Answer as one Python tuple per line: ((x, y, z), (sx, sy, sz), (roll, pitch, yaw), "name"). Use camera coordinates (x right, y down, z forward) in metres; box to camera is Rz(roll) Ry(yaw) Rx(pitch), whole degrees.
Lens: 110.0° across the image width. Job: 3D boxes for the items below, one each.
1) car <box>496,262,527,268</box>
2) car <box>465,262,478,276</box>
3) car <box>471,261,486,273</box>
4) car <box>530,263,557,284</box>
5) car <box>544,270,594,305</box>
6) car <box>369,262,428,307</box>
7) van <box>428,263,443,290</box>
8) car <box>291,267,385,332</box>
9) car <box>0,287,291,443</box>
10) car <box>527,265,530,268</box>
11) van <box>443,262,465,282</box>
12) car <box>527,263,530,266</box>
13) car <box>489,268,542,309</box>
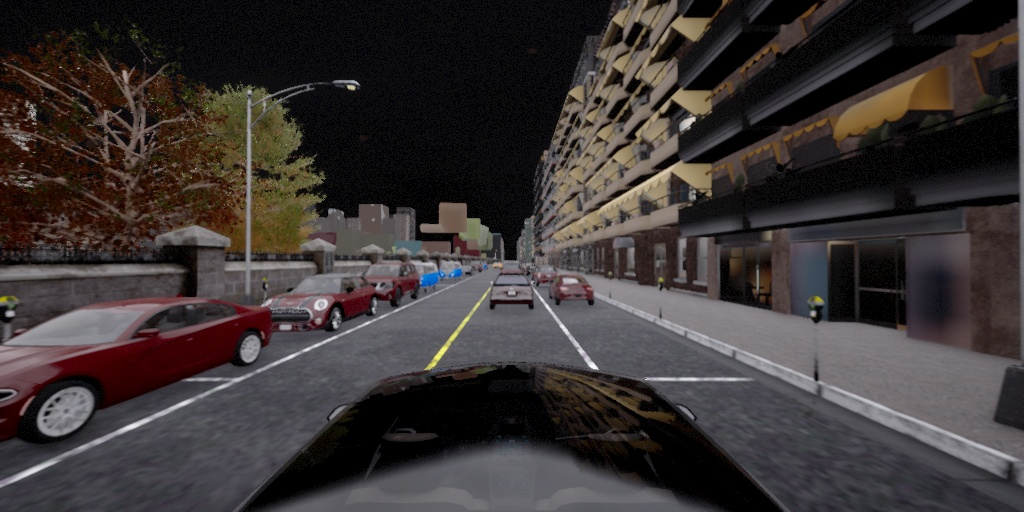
((-0.013, 1.418, 30.914), (2.097, 1.767, 4.553), (0, -1, 0), "car")
((-5.712, 1.788, 44.779), (1.948, 1.339, 4.313), (0, 0, 0), "car")
((-5.717, 1.666, 56.038), (2.192, 1.841, 5.009), (0, 0, 0), "car")
((2.677, 1.474, 27.893), (1.967, 1.591, 4.097), (0, 0, 0), "car")
((2.683, 1.492, 16.632), (1.802, 1.307, 4.207), (0, 0, 0), "car")
((-5.697, 1.224, 16.628), (2.192, 1.841, 5.009), (0, 0, 0), "car")
((-5.700, 1.313, 22.258), (1.690, 1.789, 3.998), (0, 0, 0), "van")
((-5.694, 1.287, 10.998), (1.967, 1.591, 4.097), (0, 0, 0), "car")
((-5.691, 1.332, 5.370), (1.888, 1.381, 4.507), (0, 0, 0), "car")
((2.674, 1.678, 33.523), (1.802, 1.307, 4.207), (0, 0, 0), "car")
((-5.706, 1.437, 33.519), (1.690, 1.789, 3.998), (0, 0, 0), "van")
((2.669, 1.788, 44.783), (1.948, 1.339, 4.313), (0, 0, 0), "car")
((-0.007, 1.448, 15.830), (2.033, 1.411, 5.357), (0, -1, 0), "car")
